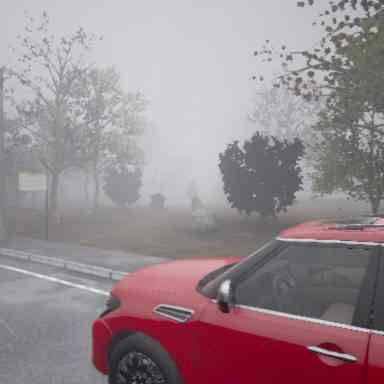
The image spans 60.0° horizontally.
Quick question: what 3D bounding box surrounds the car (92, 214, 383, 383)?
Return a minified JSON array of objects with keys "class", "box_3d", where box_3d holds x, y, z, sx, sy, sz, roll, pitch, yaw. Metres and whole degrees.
[{"class":"car","box_3d":[1.565,1.221,2.881,5.566,2.045,2.150,0,0,35]}]
